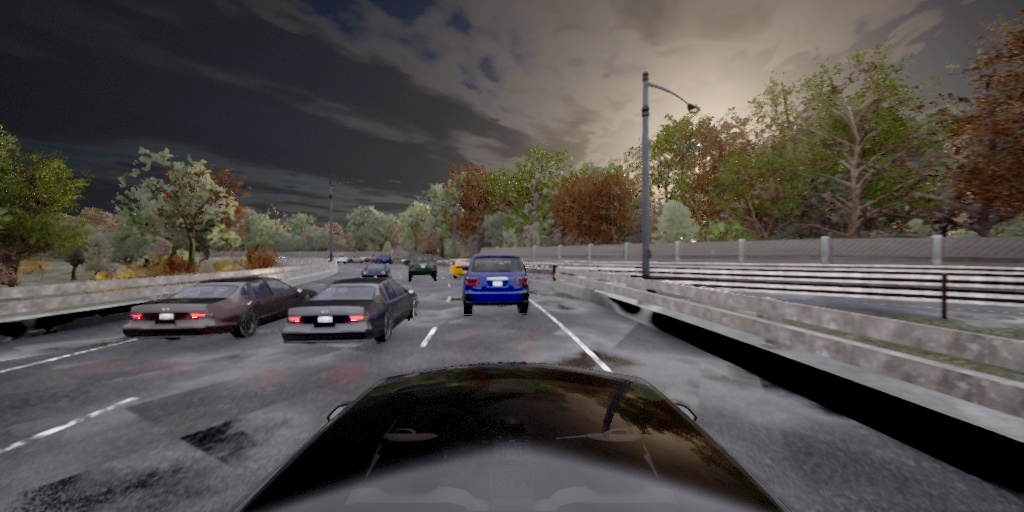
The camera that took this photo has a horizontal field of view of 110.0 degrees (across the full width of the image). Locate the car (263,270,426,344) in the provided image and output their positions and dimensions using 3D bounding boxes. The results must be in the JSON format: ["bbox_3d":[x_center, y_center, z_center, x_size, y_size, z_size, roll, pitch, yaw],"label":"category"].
[{"bbox_3d":[-3.843,1.277,9.519,2.033,1.411,5.357,0,0,-4],"label":"car"}]

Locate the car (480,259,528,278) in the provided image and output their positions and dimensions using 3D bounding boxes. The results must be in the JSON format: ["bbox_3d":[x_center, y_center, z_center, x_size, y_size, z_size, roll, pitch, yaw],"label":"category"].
[{"bbox_3d":[-0.848,1.083,32.772,1.882,1.535,5.008,-1,0,-36],"label":"car"}]

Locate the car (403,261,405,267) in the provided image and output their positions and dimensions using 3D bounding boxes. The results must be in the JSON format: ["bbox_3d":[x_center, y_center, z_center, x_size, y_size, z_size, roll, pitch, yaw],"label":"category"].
[{"bbox_3d":[-16.804,1.107,59.854,1.994,1.385,4.181,0,0,-32],"label":"car"}]

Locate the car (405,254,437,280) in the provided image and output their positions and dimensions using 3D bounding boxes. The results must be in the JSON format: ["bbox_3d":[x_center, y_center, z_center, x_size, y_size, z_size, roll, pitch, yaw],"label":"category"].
[{"bbox_3d":[-7.360,0.874,29.414,2.150,2.045,5.566,0,0,-15],"label":"car"}]

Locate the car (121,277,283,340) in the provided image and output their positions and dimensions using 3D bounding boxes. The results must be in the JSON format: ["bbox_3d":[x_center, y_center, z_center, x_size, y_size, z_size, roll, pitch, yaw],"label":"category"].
[{"bbox_3d":[-7.379,1.289,9.942,2.033,1.411,5.357,0,0,-5],"label":"car"}]

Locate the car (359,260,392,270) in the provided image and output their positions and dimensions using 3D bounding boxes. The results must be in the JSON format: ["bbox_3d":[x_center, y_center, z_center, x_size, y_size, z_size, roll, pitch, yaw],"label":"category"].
[{"bbox_3d":[-10.781,1.270,28.714,1.895,1.301,4.718,0,0,-15],"label":"car"}]

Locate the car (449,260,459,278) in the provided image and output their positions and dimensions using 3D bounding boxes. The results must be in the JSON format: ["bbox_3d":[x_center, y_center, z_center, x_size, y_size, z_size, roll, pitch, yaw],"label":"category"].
[{"bbox_3d":[-4.440,1.109,31.879,1.882,1.535,5.008,0,0,-15],"label":"car"}]

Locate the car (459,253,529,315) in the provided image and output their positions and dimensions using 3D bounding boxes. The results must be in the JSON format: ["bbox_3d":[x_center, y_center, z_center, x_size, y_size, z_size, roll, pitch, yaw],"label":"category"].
[{"bbox_3d":[-0.695,0.921,13.503,2.150,2.045,5.566,0,0,-6],"label":"car"}]
